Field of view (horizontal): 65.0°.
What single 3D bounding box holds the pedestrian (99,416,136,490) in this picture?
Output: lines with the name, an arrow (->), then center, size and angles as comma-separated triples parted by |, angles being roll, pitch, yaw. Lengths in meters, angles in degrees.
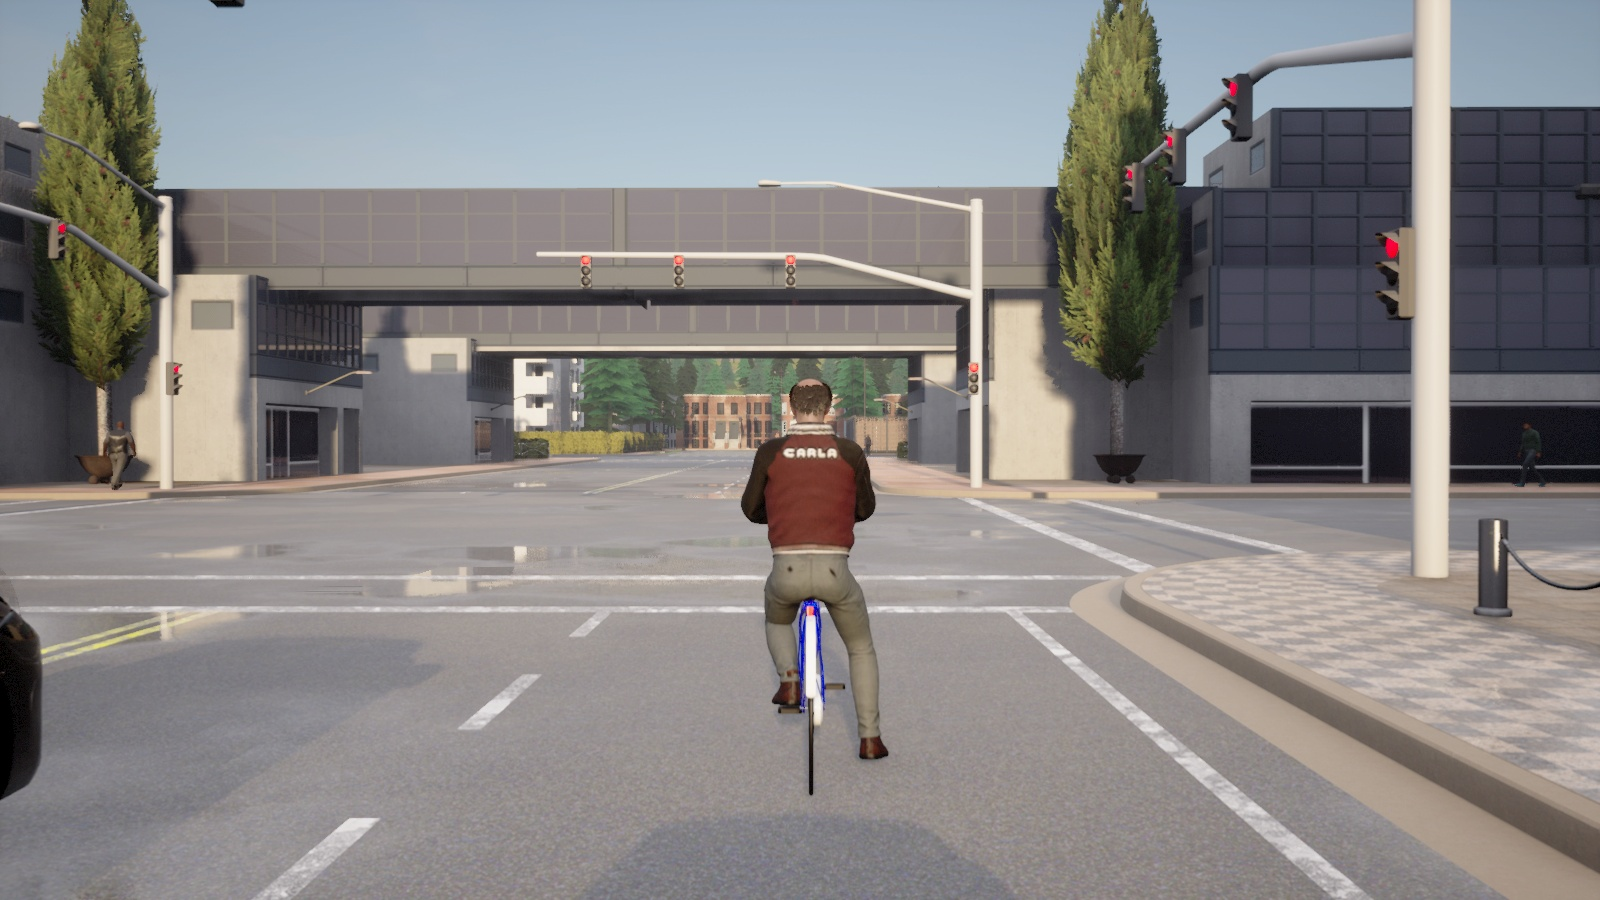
pedestrian -> -17.615, 0.083, 32.436 | 0.563, 1.883, 0.849 | 0, 1, -8

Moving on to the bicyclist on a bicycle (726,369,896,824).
bicyclist on a bicycle -> 0.047, 0.561, 5.820 | 0.659, 1.776, 1.843 | 0, 1, 0

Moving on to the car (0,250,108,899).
car -> -3.476, 0.447, 1.540 | 2.150, 2.045, 5.566 | 0, 1, 0

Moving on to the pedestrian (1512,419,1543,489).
pedestrian -> 19.263, 0.104, 33.250 | 0.614, 1.847, 0.353 | 0, 1, -2
